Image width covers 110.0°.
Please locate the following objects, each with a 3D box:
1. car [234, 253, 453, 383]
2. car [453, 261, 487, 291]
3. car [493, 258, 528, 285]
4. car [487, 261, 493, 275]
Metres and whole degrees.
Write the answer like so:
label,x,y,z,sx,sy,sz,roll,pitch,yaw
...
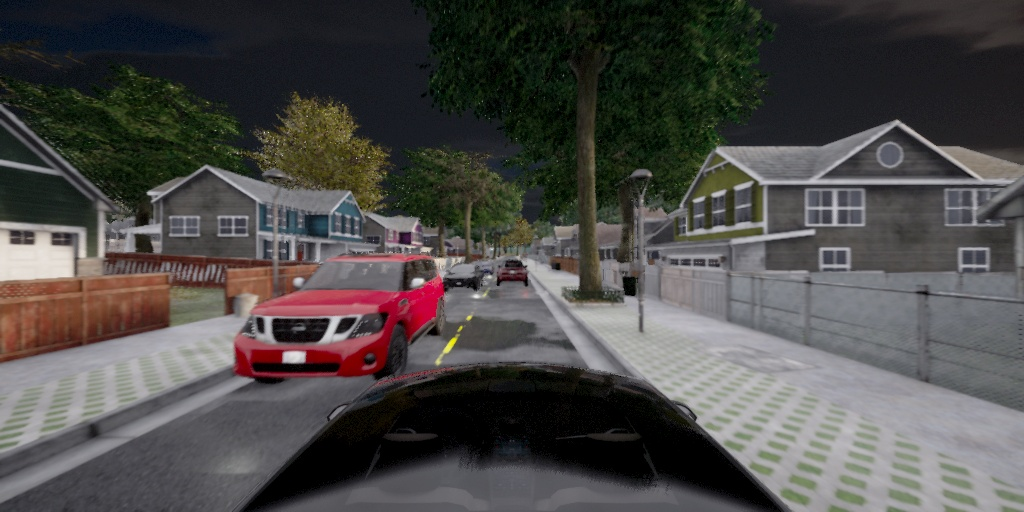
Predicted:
label,x,y,z,sx,sy,sz,roll,pitch,yaw
car,-2.841,0.961,7.457,2.150,2.045,5.566,0,0,0
car,-2.786,1.178,21.428,1.882,1.535,5.008,0,0,1
car,0.043,1.036,25.152,2.097,1.767,4.553,0,0,1
car,-2.752,1.172,36.680,2.033,1.411,5.357,0,0,0
